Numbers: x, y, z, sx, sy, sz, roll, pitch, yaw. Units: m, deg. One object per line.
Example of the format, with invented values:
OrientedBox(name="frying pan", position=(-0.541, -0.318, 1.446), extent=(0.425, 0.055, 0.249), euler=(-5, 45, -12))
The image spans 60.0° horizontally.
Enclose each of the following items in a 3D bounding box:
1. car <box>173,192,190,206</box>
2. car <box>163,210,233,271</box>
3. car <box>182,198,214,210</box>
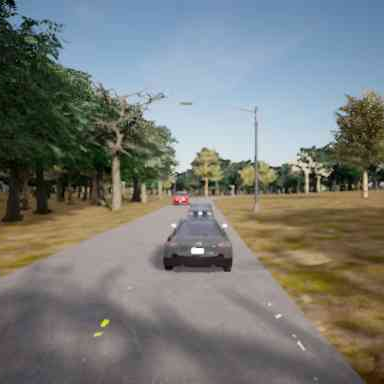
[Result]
OrientedBox(name="car", position=(-1.534, 0.973, 50.025), extent=(2.150, 2.045, 5.566), euler=(0, 0, 2))
OrientedBox(name="car", position=(0.217, 1.508, 10.730), extent=(1.994, 1.385, 4.181), euler=(0, 0, 2))
OrientedBox(name="car", position=(0.634, 1.426, 24.186), extent=(2.033, 1.411, 5.357), euler=(0, 0, 3))
